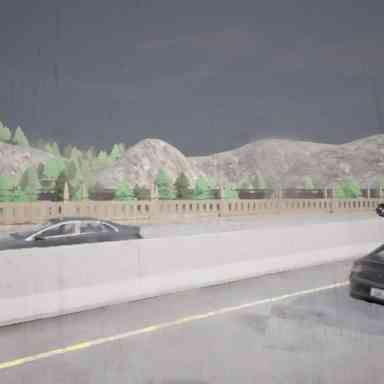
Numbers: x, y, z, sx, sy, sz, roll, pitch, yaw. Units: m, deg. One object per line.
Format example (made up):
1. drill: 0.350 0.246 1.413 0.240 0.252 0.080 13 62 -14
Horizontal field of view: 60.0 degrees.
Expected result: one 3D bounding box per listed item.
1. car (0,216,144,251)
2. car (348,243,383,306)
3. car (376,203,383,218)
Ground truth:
1. car: -3.779 1.491 9.634 4.902 1.511 2.128 0 0 -33
2. car: 5.114 1.525 6.675 4.674 1.442 1.812 0 0 -30
3. car: 18.236 1.221 27.873 5.566 2.045 2.150 0 0 -17
